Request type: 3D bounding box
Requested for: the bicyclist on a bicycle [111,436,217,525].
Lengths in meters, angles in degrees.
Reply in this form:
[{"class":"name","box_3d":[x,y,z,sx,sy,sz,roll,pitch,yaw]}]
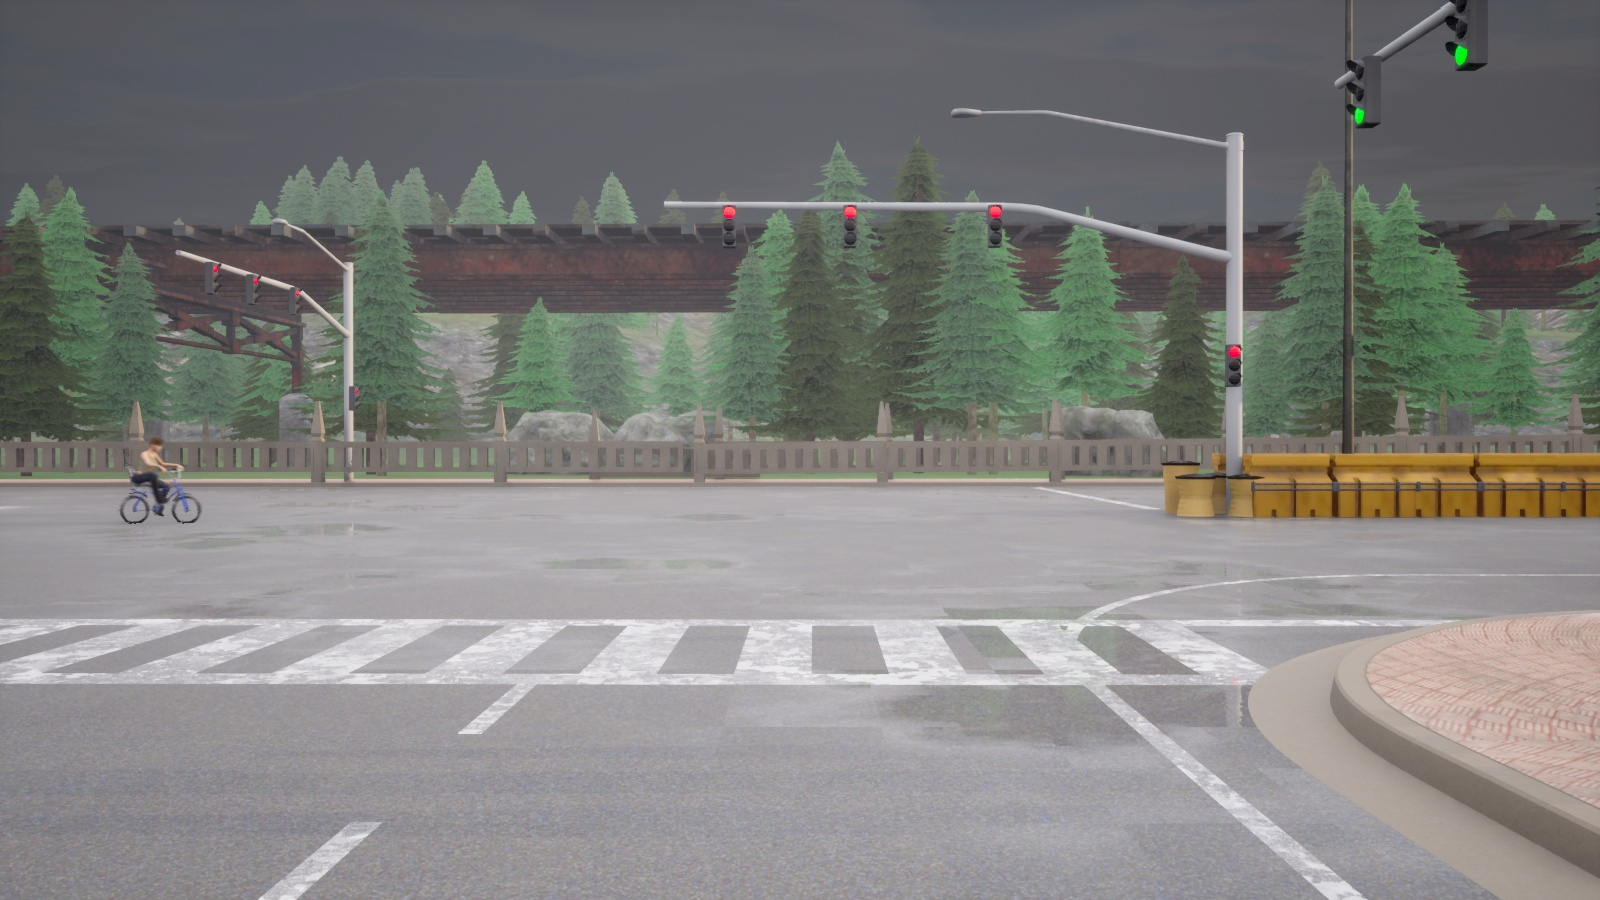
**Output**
[{"class":"bicyclist on a bicycle","box_3d":[-11.664,0.543,23.058,1.509,1.612,0.866,0,0,0]}]
